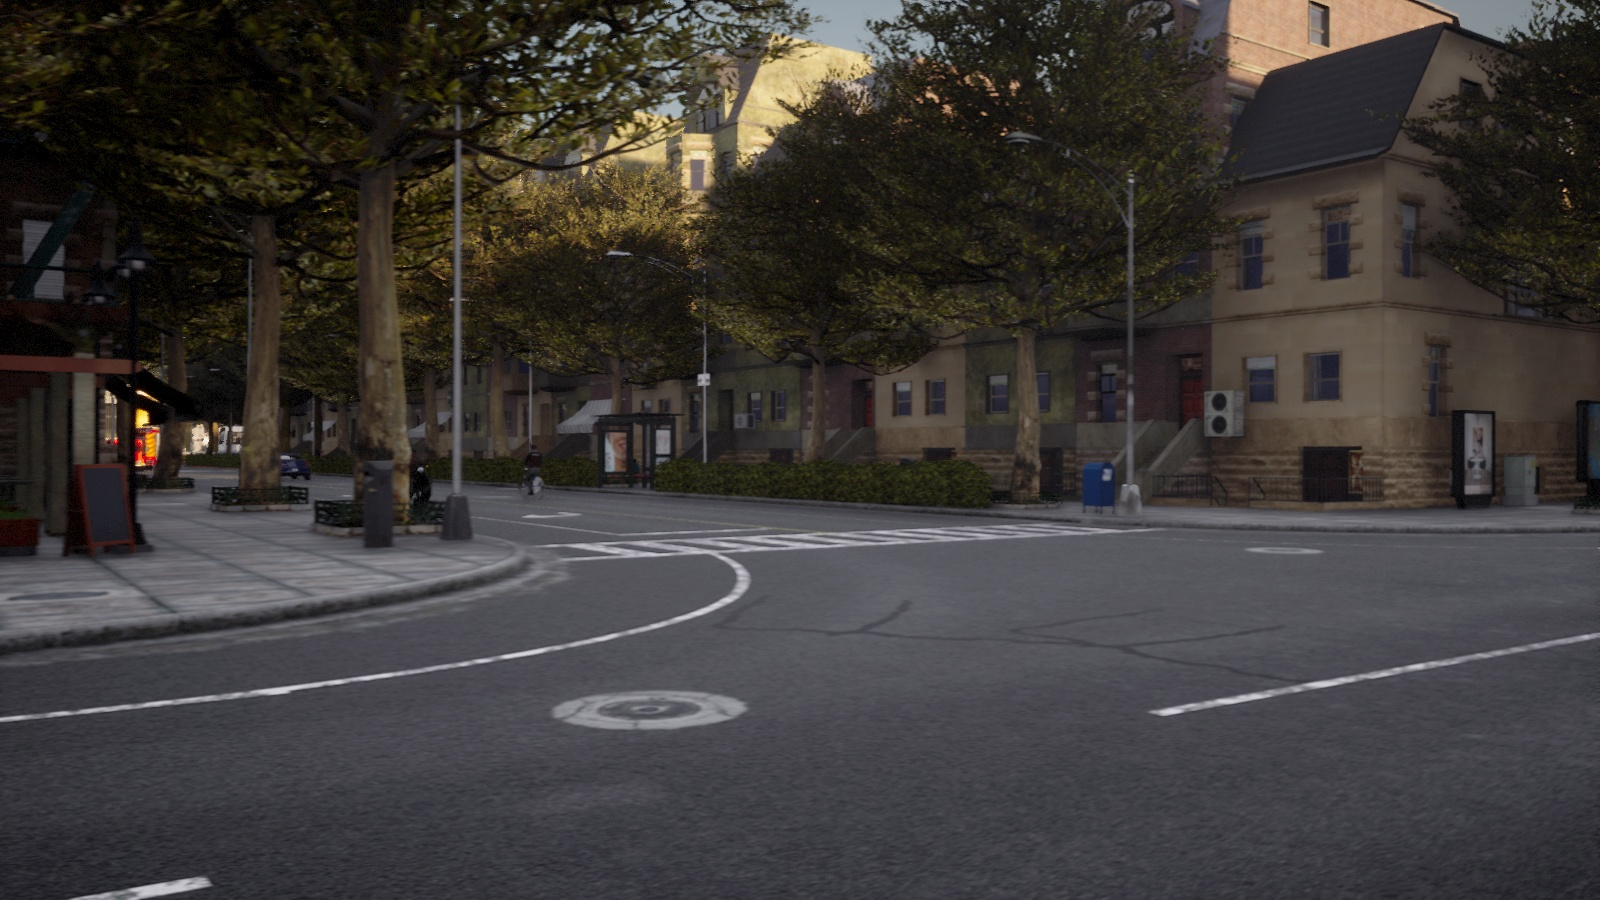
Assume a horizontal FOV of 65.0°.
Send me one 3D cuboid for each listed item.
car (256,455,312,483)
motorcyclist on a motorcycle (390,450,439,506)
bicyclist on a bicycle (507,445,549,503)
[{"bbox_3d":[-27.669,0.999,67.257,1.812,1.442,4.674,0,0,-34],"label":"car"},{"bbox_3d":[-11.668,0.817,37.951,0.766,1.649,2.350,0,0,-34],"label":"motorcyclist on a motorcycle"},{"bbox_3d":[-8.579,0.736,39.585,0.659,1.776,1.843,0,0,-35],"label":"bicyclist on a bicycle"}]
